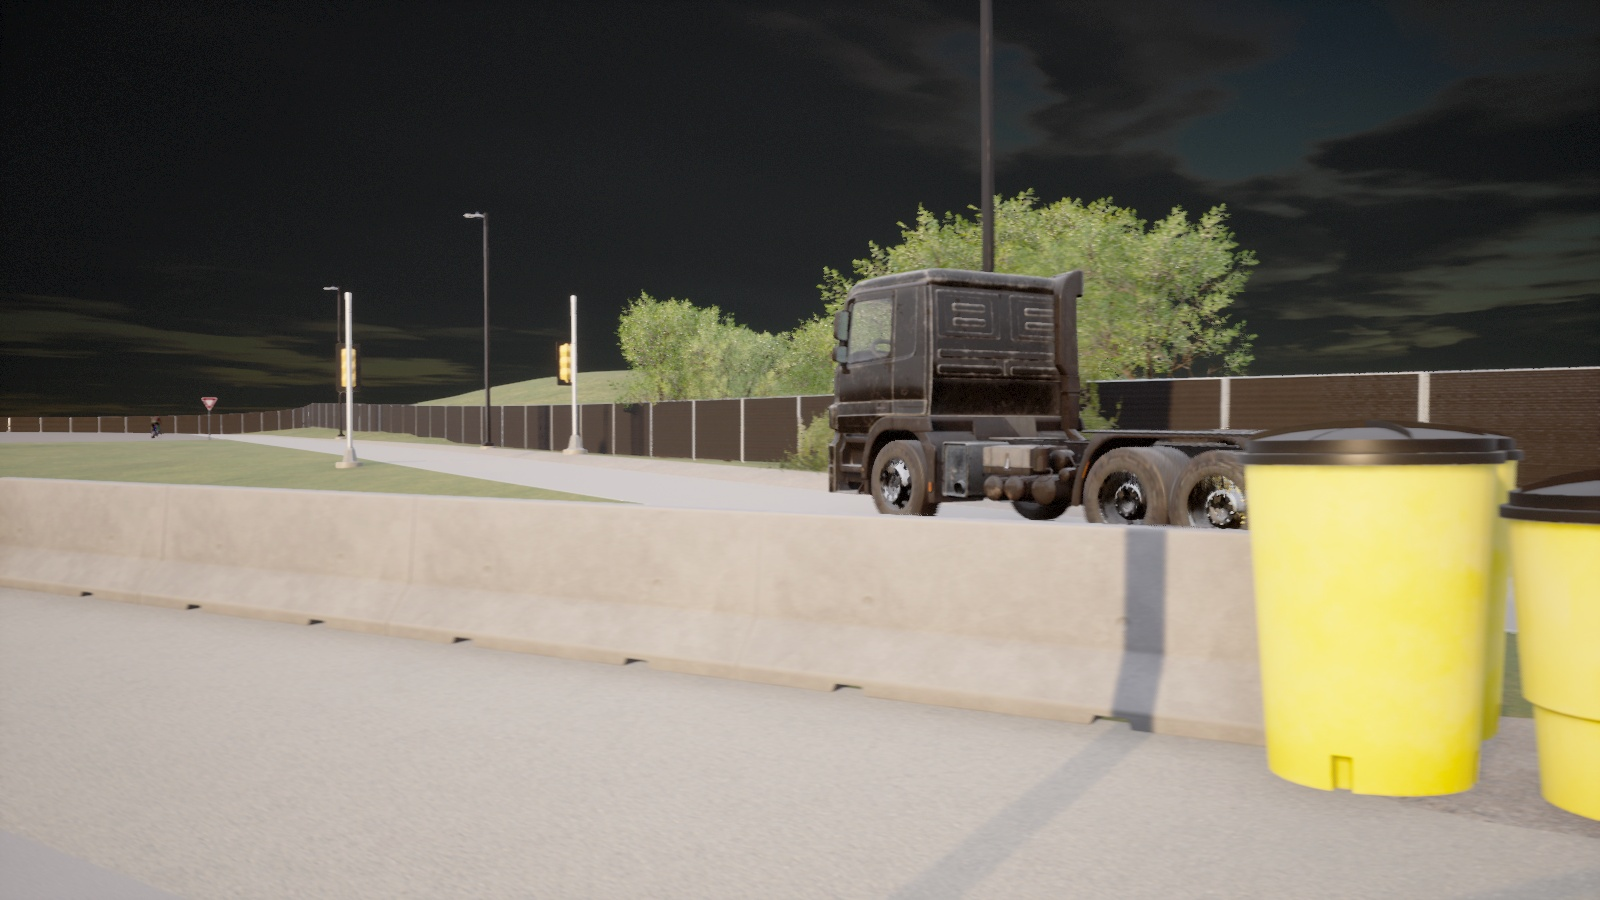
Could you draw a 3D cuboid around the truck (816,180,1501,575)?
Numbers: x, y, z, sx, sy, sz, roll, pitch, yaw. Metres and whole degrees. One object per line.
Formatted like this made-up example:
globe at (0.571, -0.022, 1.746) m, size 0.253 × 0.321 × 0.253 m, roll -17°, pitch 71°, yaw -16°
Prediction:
truck at (3.631, -0.729, 15.106) m, size 2.891 × 3.462 × 7.936 m, roll -2°, pitch 2°, yaw -33°
